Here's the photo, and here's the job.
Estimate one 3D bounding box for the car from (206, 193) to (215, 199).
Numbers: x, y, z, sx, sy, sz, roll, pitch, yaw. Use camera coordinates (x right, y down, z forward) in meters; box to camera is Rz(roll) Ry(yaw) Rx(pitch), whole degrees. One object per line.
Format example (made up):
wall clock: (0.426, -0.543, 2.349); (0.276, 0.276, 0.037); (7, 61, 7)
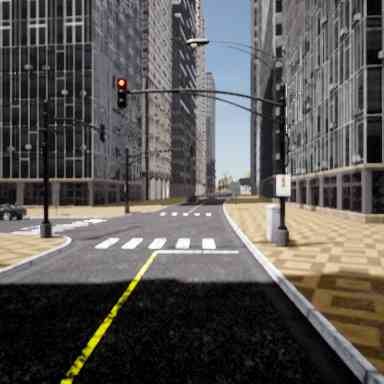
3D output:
car: (4.661, 0.978, 85.295); (1.994, 1.385, 4.181); (0, 0, 9)

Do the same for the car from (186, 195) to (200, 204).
car: (0.176, 1.236, 53.960); (1.837, 1.490, 4.892); (0, 2, 6)

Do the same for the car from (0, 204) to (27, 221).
car: (-16.423, 1.709, 28.542); (4.403, 1.369, 2.008); (-1, 1, 10)
